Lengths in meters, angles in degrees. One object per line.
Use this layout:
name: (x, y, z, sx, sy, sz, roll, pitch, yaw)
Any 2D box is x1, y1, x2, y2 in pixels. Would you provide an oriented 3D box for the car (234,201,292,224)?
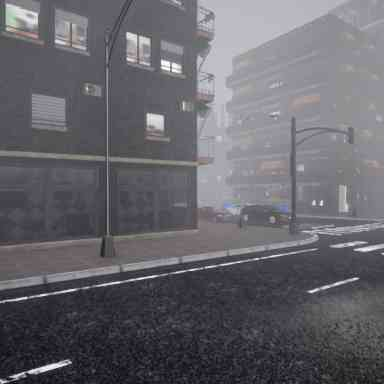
car: (6.015, 1.737, 27.078, 1.837, 1.490, 4.892, 0, -1, -35)

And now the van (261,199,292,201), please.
van: (8.372, 1.602, 33.588, 1.690, 1.788, 3.998, -1, 0, -37)

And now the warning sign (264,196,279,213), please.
warning sign: (8.849, 1.400, 36.979, 1.300, 1.860, 1.060, 1, 0, -37)

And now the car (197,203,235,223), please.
car: (1.653, 1.874, 28.643, 1.802, 1.307, 4.206, -1, 0, -37)

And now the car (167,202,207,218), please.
car: (-0.609, 1.882, 36.010, 1.837, 1.490, 4.892, 0, 0, -37)

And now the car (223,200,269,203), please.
car: (5.240, 1.819, 33.383, 1.812, 1.442, 4.674, 0, 0, -36)
